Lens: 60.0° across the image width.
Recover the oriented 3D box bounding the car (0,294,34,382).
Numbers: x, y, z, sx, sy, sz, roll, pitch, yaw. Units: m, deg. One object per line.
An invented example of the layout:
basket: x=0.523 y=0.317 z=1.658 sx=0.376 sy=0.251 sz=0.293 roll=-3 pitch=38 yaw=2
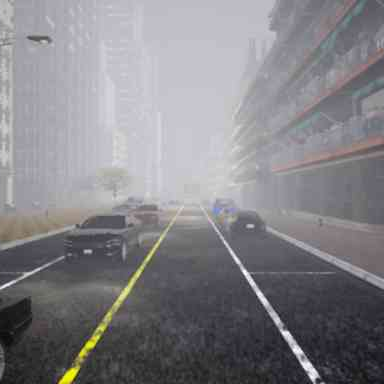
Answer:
car: x=-3.099 y=1.607 z=2.313 sx=1.895 sy=1.301 sz=4.718 roll=0 pitch=0 yaw=0

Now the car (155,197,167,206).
car: x=-5.692 y=1.728 z=61.545 sx=1.887 sy=1.381 sz=4.507 roll=0 pitch=0 yaw=0

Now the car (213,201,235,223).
car: x=2.688 y=1.583 z=23.055 sx=1.752 sy=1.417 sz=4.829 roll=0 pitch=0 yaw=0

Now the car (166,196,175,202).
car: x=-5.691 y=1.845 z=89.158 sx=2.008 sy=1.369 sz=4.403 roll=0 pitch=0 yaw=0

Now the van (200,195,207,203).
van: x=2.689 y=1.588 z=78.114 sx=1.690 sy=1.788 sz=3.998 roll=0 pitch=0 yaw=0

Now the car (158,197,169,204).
car: x=-5.691 y=1.769 z=67.068 sx=1.947 sy=1.339 sz=4.313 roll=0 pitch=0 yaw=0

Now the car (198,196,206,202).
car: x=2.690 y=1.839 z=89.158 sx=1.887 sy=1.381 sz=4.507 roll=0 pitch=0 yaw=0

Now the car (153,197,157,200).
car: x=-5.692 y=1.659 z=39.454 sx=2.008 sy=1.369 sz=4.403 roll=0 pitch=0 yaw=0

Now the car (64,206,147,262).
car: x=-3.085 y=1.507 z=12.405 sx=1.882 sy=1.535 sz=5.008 roll=0 pitch=0 yaw=1

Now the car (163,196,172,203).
car: x=-5.692 y=1.687 z=78.115 sx=1.967 sy=1.590 sz=4.097 roll=0 pitch=0 yaw=0

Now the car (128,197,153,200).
car: x=-5.693 y=1.405 z=33.931 sx=2.192 sy=1.841 sz=5.009 roll=0 pitch=0 yaw=0

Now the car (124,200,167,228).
car: x=-3.027 y=1.535 z=22.892 sx=1.882 sy=1.535 sz=5.008 roll=0 pitch=0 yaw=0

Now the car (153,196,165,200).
car: x=-5.692 y=1.696 z=50.499 sx=2.008 sy=1.369 sz=4.403 roll=0 pitch=0 yaw=0

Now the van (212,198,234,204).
van: x=2.688 y=1.414 z=28.409 sx=1.690 sy=1.788 sz=3.998 roll=0 pitch=0 yaw=0

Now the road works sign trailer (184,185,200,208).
road works sign trailer: x=0.001 y=0.616 z=52.401 sx=2.380 sy=3.560 sz=2.880 roll=0 pitch=0 yaw=0

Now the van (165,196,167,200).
van: x=-5.692 y=1.505 z=56.022 sx=1.690 sy=1.788 sz=3.998 roll=0 pitch=0 yaw=0

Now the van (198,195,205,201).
van: x=2.690 y=1.659 z=94.681 sx=1.690 sy=1.788 sz=3.998 roll=0 pitch=0 yaw=0

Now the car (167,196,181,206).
car: x=-3.044 y=1.739 z=59.206 sx=1.994 sy=1.385 sz=4.181 roll=0 pitch=0 yaw=1

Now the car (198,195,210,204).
car: x=2.689 y=1.754 z=67.067 sx=2.008 sy=1.369 sz=4.403 roll=0 pitch=0 yaw=0

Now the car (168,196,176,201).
car: x=-5.691 y=1.869 z=94.682 sx=2.008 sy=1.369 sz=4.403 roll=0 pitch=0 yaw=0

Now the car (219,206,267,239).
car: x=2.688 y=1.608 z=17.362 sx=1.947 sy=1.339 sz=4.313 roll=0 pitch=0 yaw=0

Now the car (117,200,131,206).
car: x=-5.692 y=1.639 z=28.409 sx=1.947 sy=1.339 sz=4.313 roll=0 pitch=0 yaw=0
